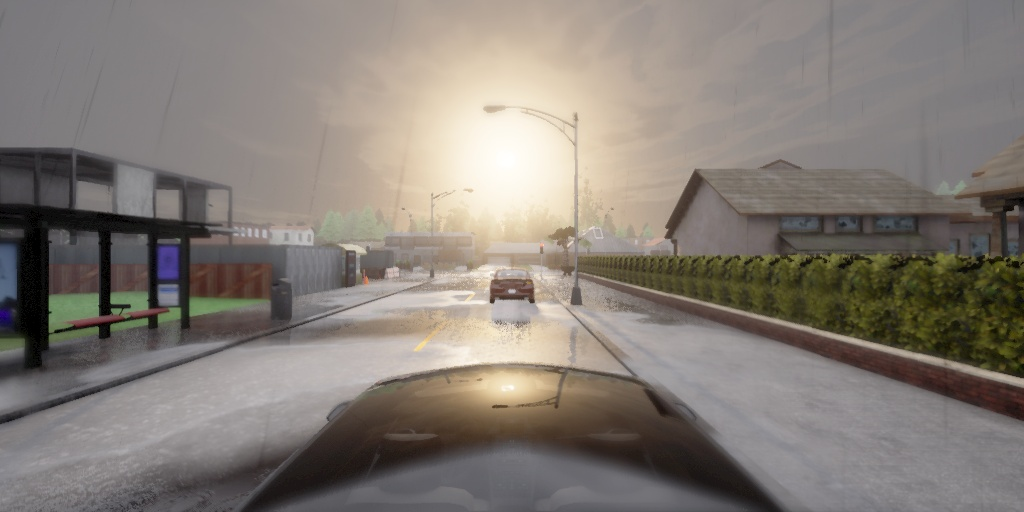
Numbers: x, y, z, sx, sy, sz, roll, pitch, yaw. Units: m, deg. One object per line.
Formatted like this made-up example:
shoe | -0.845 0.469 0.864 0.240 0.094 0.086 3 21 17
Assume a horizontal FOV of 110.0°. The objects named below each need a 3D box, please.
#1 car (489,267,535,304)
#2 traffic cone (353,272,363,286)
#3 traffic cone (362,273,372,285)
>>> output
car | 0.000 1.234 16.500 1.882 1.535 5.008 0 0 0
traffic cone | -10.390 1.566 24.313 0.344 0.586 0.344 0 0 0
traffic cone | -9.671 1.595 23.793 0.344 0.586 0.344 0 0 0
